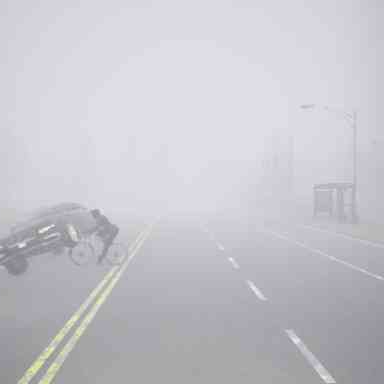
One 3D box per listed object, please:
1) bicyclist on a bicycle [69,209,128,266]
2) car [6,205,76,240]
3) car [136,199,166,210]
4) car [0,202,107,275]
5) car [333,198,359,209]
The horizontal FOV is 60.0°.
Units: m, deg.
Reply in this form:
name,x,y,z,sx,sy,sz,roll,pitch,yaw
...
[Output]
name,x,y,z,sx,sy,sz,roll,pitch,yaw
bicyclist on a bicycle,-2.671,1.338,9.645,1.656,1.620,0.582,3,1,-13
car,-7.857,1.526,17.897,1.812,1.442,4.674,0,0,-3
car,-5.177,1.576,41.171,1.895,1.301,4.718,0,0,-34
car,-4.216,1.196,10.462,1.837,1.490,4.892,-23,-3,-2
car,17.675,1.436,40.281,4.902,1.511,2.128,0,0,-2
